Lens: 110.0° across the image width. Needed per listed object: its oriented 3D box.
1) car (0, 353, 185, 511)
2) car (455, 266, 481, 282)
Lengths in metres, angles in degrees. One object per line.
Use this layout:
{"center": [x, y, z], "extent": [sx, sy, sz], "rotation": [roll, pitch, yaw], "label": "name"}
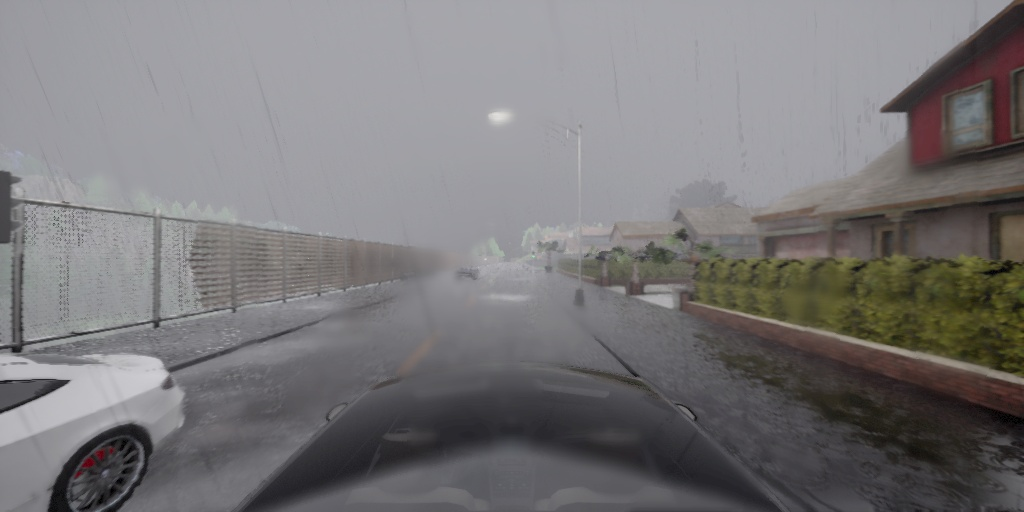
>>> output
{"center": [-3.980, 1.334, 1.462], "extent": [1.812, 1.442, 4.674], "rotation": [0, 0, 0], "label": "car"}
{"center": [-3.992, 1.583, 32.829], "extent": [1.895, 1.301, 4.718], "rotation": [0, 0, 0], "label": "car"}
